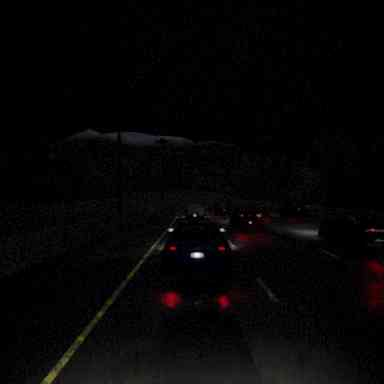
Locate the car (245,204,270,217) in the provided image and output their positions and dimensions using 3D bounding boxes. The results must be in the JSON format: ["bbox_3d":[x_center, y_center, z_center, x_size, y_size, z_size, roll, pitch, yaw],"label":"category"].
[{"bbox_3d":[7.298,2.070,37.650,1.895,1.301,4.718,0,-1,0],"label":"car"}]

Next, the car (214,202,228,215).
[{"bbox_3d":[3.818,1.992,41.465,1.882,1.535,5.008,0,-1,0],"label":"car"}]

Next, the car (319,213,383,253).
[{"bbox_3d":[7.170,1.649,14.475,2.128,1.511,4.902,0,-1,0],"label":"car"}]

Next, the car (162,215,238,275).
[{"bbox_3d":[0.151,1.665,10.790,1.994,1.385,4.181,0,-1,0],"label":"car"}]

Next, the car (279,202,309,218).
[{"bbox_3d":[10.787,1.800,35.641,2.097,1.767,4.553,0,-1,0],"label":"car"}]

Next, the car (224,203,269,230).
[{"bbox_3d":[3.720,1.763,23.487,2.128,1.511,4.902,0,-1,0],"label":"car"}]

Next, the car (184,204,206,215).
[{"bbox_3d":[0.269,1.911,32.300,1.812,1.442,4.674,0,-1,0],"label":"car"}]
